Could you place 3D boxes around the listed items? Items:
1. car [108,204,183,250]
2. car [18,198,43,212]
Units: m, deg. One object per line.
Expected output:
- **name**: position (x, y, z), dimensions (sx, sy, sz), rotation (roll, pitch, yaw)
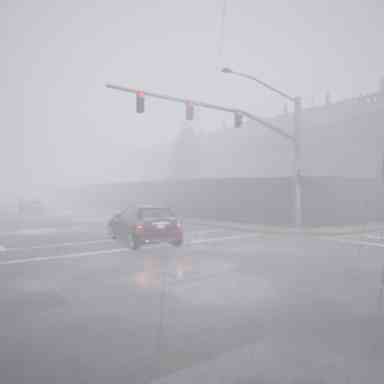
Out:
- **car**: position (-2.157, 1.315, 14.508), dimensions (2.097, 1.767, 4.553), rotation (0, 1, -27)
- **car**: position (-18.336, 1.410, 37.684), dimensions (1.882, 1.535, 5.008), rotation (0, 0, -35)
